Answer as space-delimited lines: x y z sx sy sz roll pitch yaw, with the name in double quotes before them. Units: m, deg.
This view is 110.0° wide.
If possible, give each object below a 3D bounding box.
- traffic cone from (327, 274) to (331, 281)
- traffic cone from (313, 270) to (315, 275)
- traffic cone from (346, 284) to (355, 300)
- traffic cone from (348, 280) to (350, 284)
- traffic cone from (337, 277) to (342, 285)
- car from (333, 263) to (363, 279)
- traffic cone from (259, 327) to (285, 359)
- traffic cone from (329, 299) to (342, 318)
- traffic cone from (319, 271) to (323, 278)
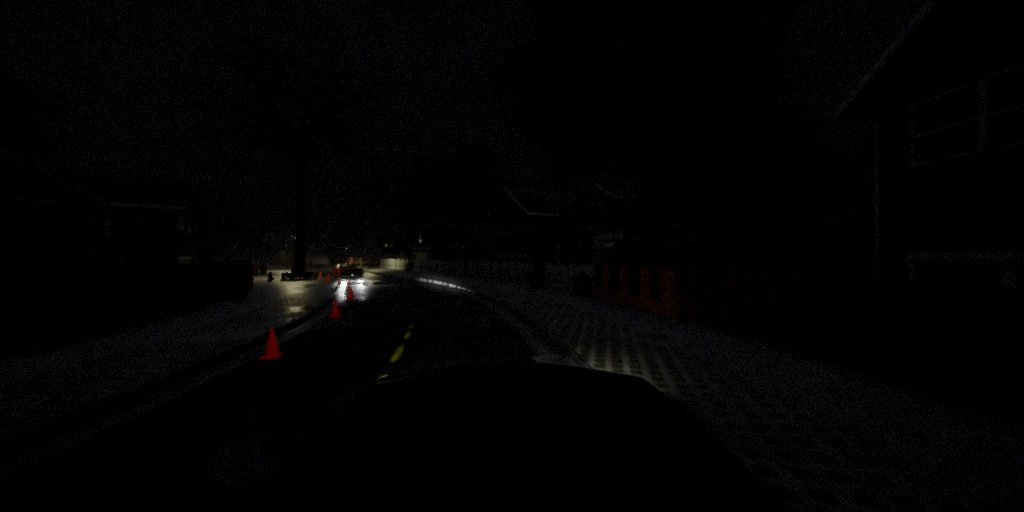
"traffic cone" -14.666 1.698 28.667 0.340 0.580 0.340 0 0 -34
"traffic cone" -20.323 1.709 36.913 0.340 0.580 0.340 0 0 -34
"traffic cone" -7.308 1.694 16.256 0.340 0.580 0.340 0 0 -22
"traffic cone" -9.327 1.689 20.514 0.340 0.580 0.340 0 0 -29
"traffic cone" -11.838 1.692 24.543 0.340 0.580 0.340 0 0 -34
"car" -14.860 1.320 32.420 1.895 1.301 4.718 -1 0 -34
"traffic cone" -4.803 1.726 7.187 0.340 0.580 0.340 0 0 -9
"traffic cone" -5.794 1.706 11.794 0.340 0.580 0.340 0 0 -15
"traffic cone" -17.494 1.704 32.790 0.340 0.580 0.340 0 0 -34
